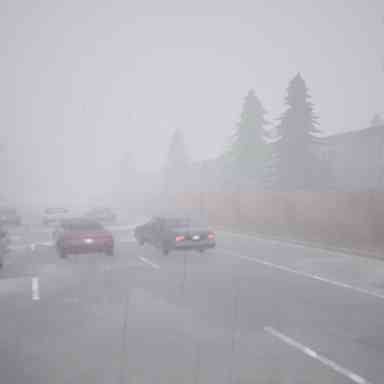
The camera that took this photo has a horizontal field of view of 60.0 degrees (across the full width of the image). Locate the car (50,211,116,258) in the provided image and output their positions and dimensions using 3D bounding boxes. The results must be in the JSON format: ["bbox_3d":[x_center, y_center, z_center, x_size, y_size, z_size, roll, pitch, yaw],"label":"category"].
[{"bbox_3d":[-4.524,1.722,13.630,1.994,1.385,4.181,0,-1,-26],"label":"car"}]

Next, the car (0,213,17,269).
[{"bbox_3d":[-7.235,1.673,11.179,2.033,1.411,5.357,0,-1,-26],"label":"car"}]

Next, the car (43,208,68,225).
[{"bbox_3d":[-10.961,1.907,26.843,1.895,1.301,4.718,0,-1,-26],"label":"car"}]

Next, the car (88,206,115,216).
[{"bbox_3d":[-7.923,1.894,28.613,1.994,1.385,4.181,0,-1,-26],"label":"car"}]

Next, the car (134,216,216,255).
[{"bbox_3d":[-0.939,1.716,14.239,2.033,1.411,5.357,0,-1,-26],"label":"car"}]

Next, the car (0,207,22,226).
[{"bbox_3d":[-14.195,1.851,25.501,1.994,1.385,4.181,0,-1,-26],"label":"car"}]
